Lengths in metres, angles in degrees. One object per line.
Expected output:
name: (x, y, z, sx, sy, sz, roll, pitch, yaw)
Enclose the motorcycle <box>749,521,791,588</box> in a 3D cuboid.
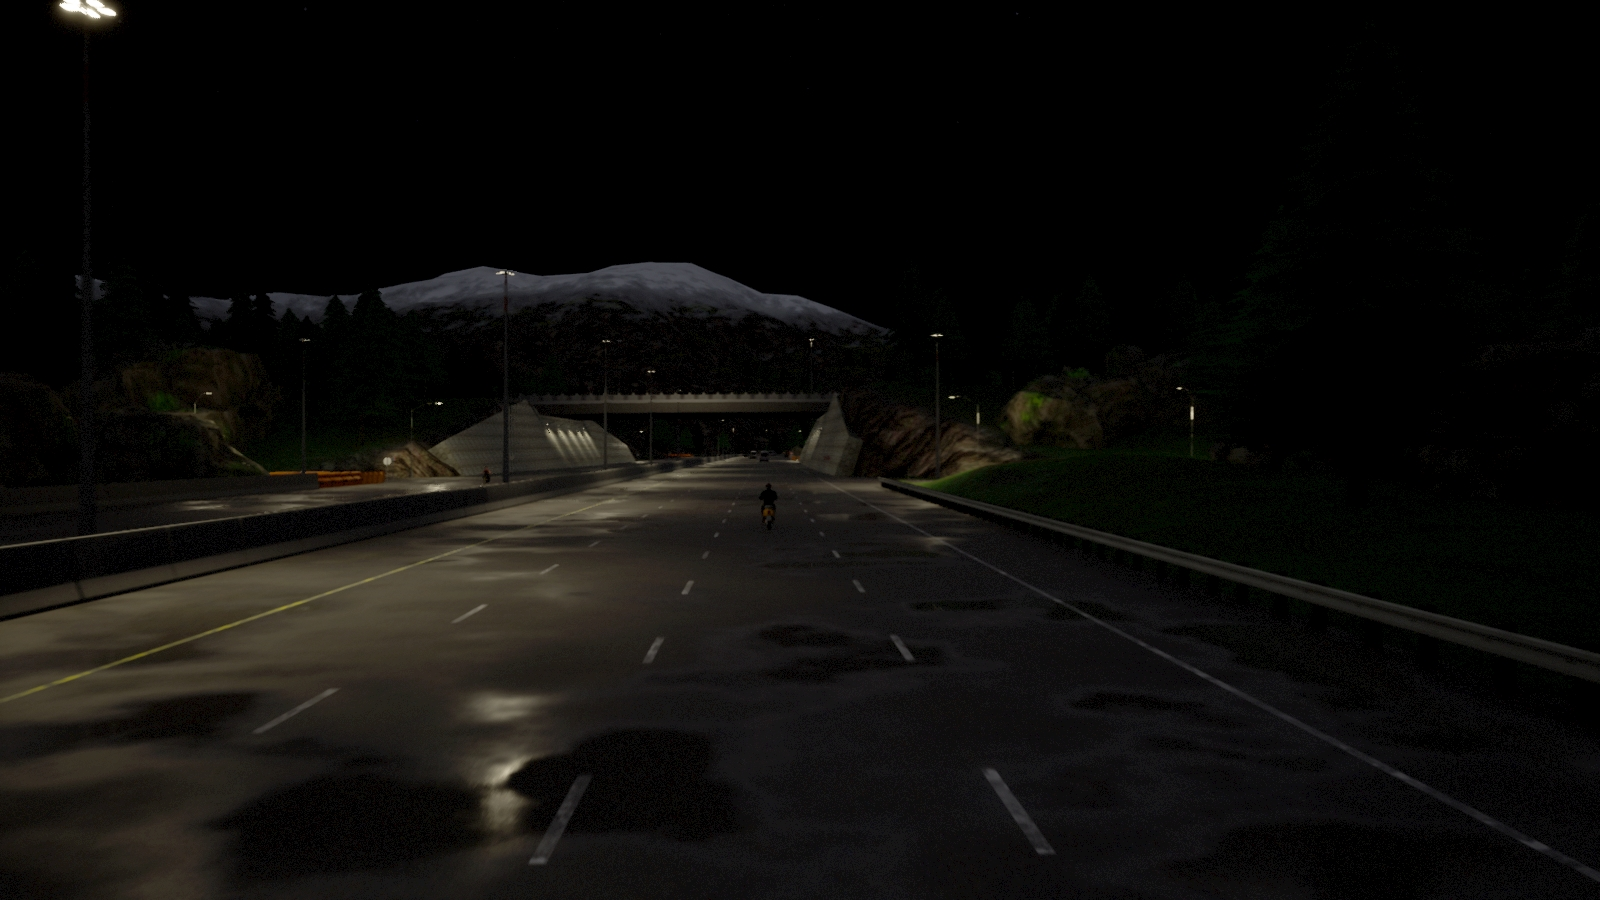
motorcycle: (-0.648, 2.183, 24.153, 0.856, 1.236, 1.805, 0, 0, -2)
